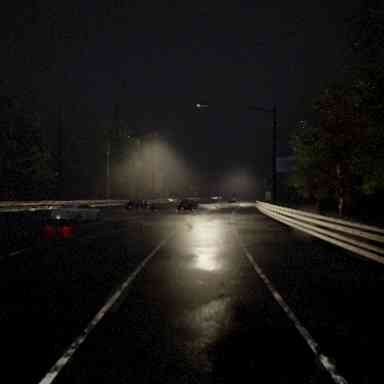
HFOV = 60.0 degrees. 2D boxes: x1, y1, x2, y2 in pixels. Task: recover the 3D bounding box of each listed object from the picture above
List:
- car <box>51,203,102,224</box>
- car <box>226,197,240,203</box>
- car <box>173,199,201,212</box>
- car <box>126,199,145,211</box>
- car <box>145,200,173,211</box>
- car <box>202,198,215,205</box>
[{"bbox_3d":[-8.542,1.524,24.879,1.812,1.442,4.674,0,-1,13],"label":"car"},{"bbox_3d":[11.465,2.471,93.606,1.994,1.385,4.181,0,-1,13],"label":"car"},{"bbox_3d":[-0.554,1.766,43.252,1.837,1.490,4.892,0,-1,13],"label":"car"},{"bbox_3d":[-7.333,1.744,44.996,1.837,1.490,4.892,0,-1,13],"label":"car"},{"bbox_3d":[-3.948,1.796,44.107,2.033,1.411,5.357,0,-1,13],"label":"car"},{"bbox_3d":[4.348,2.181,78.867,1.882,1.535,5.008,0,-1,13],"label":"car"}]
